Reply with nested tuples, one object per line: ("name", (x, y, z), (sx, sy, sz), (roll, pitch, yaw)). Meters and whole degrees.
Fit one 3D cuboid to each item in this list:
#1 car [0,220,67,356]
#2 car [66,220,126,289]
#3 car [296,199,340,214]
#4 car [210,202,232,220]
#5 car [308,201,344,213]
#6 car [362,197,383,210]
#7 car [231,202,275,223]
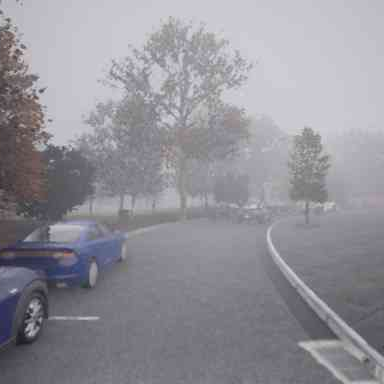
("car", (-3.417, 1.372, 3.555), (2.185, 1.767, 4.553), (-1, 0, 2))
("car", (-3.191, 1.507, 9.258), (2.097, 1.535, 5.008), (0, 0, 2))
("car", (15.117, 1.527, 39.566), (5.566, 2.045, 2.150), (1, -4, -44))
("car", (3.325, 1.721, 30.823), (2.231, 1.521, 4.892), (-2, -1, 29))
("car", (19.011, 2.134, 47.215), (4.892, 1.521, 2.231), (1, -4, -32))
("car", (29.291, 1.878, 52.215), (5.566, 2.045, 2.435), (-1, -4, -21))
("car", (4.796, 1.575, 25.421), (1.812, 1.442, 4.674), (-2, -2, 24))
